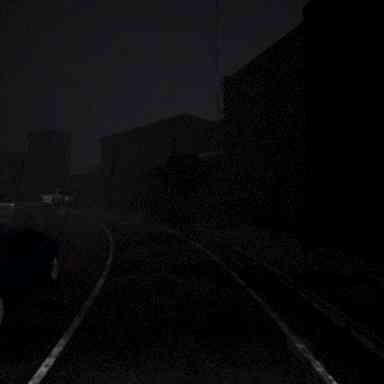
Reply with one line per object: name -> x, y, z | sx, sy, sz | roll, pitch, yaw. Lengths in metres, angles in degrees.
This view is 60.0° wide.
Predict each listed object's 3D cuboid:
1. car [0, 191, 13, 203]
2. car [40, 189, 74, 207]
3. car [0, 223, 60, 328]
car -> -24.178, 0.540, 41.404 | 4.674, 1.442, 1.812 | 3, -1, 35
car -> -15.957, 0.681, 39.301 | 2.150, 2.045, 5.566 | 4, -1, -45
car -> -4.145, 1.464, 6.665 | 1.882, 1.535, 5.008 | 0, 0, -7
